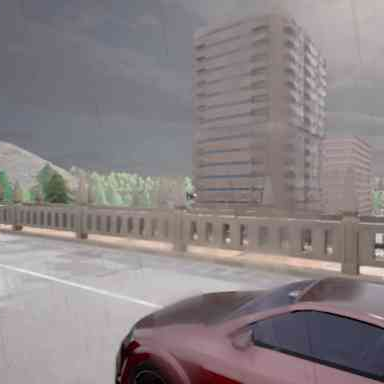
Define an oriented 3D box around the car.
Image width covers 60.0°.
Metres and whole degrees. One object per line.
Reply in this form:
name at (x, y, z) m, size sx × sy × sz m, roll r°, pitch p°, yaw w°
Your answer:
car at (1.231, 1.563, 3.116) m, size 4.181 × 1.385 × 1.994 m, roll 0°, pitch 0°, yaw 35°
